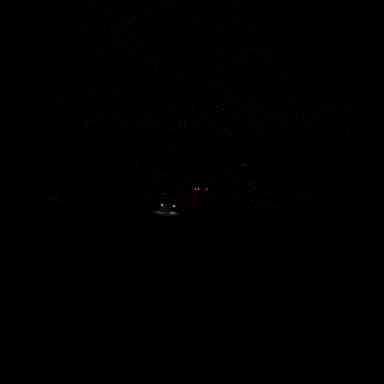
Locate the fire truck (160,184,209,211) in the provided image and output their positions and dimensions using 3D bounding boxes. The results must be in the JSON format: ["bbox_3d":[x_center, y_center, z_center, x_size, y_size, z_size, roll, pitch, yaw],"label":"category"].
[{"bbox_3d":[-0.878,0.765,48.587,2.891,3.827,8.468,1,0,35],"label":"fire truck"}]
